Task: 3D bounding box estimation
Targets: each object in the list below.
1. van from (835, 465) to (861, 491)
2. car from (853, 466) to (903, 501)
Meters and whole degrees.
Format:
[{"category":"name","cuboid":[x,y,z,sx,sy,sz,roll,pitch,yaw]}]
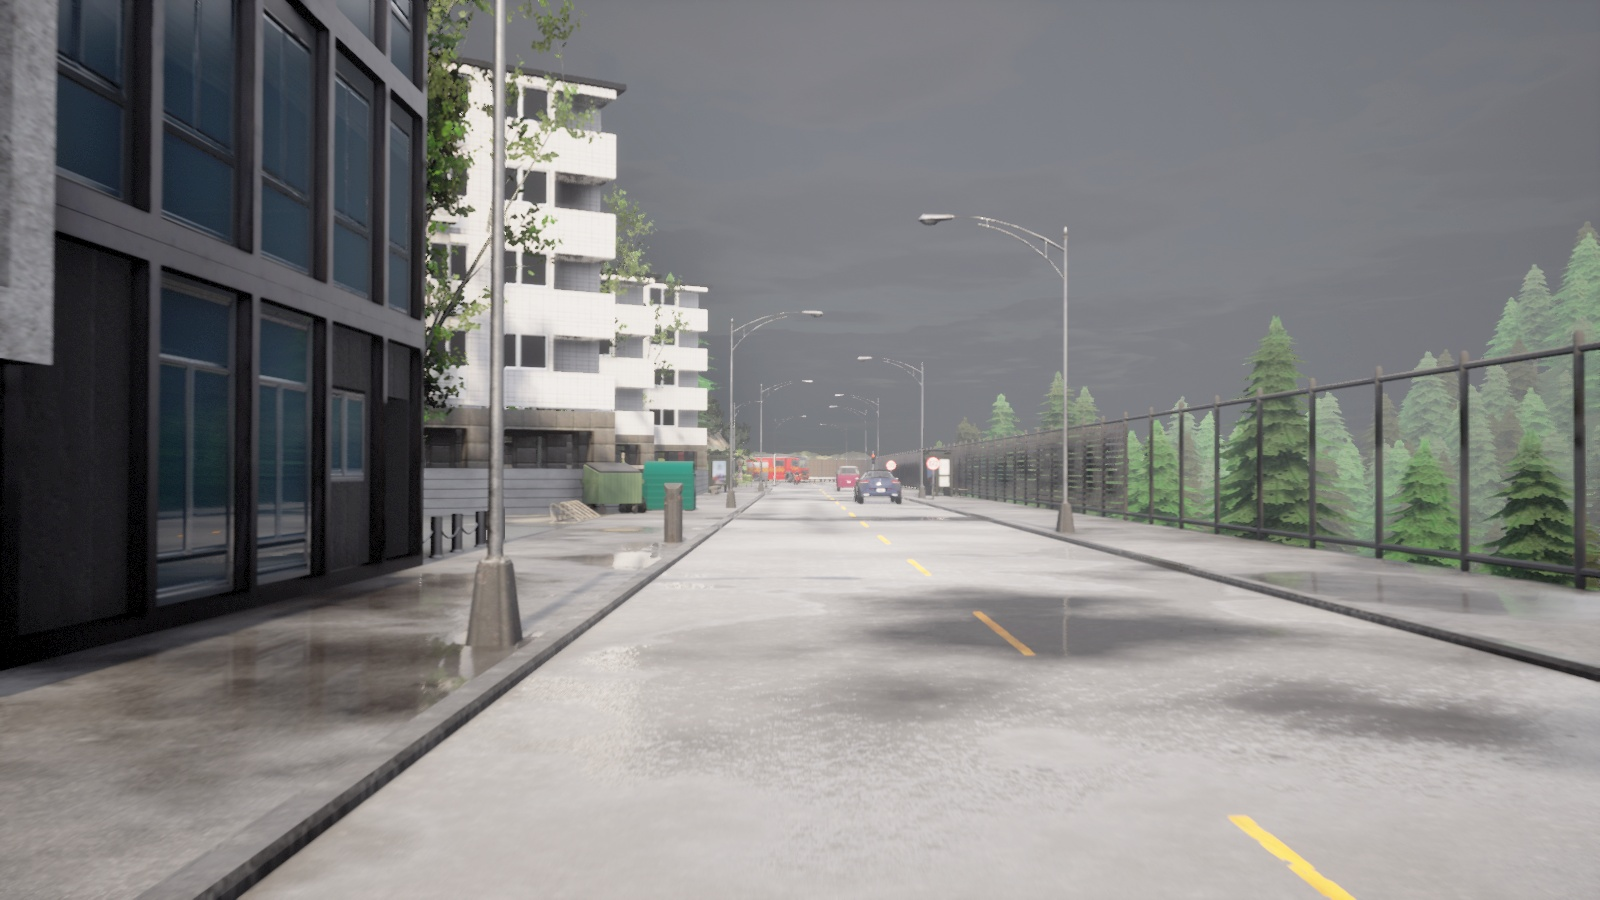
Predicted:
[{"category":"van","cuboid":[3.743,2.201,98.462,1.775,1.987,4.442,0,-1,0]},{"category":"car","cuboid":[3.838,1.622,62.348,2.152,1.651,5.027,0,-1,0]}]
